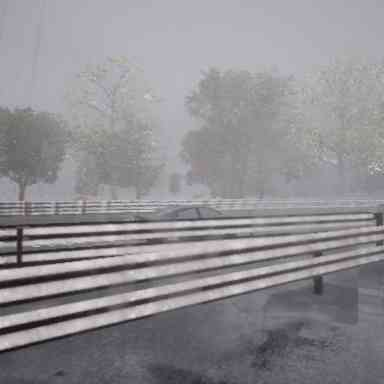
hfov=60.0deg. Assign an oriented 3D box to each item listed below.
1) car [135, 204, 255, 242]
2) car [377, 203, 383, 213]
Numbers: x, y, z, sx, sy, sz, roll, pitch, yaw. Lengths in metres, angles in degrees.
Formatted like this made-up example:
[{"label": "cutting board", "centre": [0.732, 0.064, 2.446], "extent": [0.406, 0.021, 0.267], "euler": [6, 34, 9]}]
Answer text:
[{"label": "car", "centre": [0.175, 1.235, 13.209], "extent": [5.008, 1.535, 1.882], "euler": [0, 0, -26]}, {"label": "car", "centre": [15.894, 1.288, 24.616], "extent": [4.902, 1.511, 2.128], "euler": [0, 0, -25]}]
